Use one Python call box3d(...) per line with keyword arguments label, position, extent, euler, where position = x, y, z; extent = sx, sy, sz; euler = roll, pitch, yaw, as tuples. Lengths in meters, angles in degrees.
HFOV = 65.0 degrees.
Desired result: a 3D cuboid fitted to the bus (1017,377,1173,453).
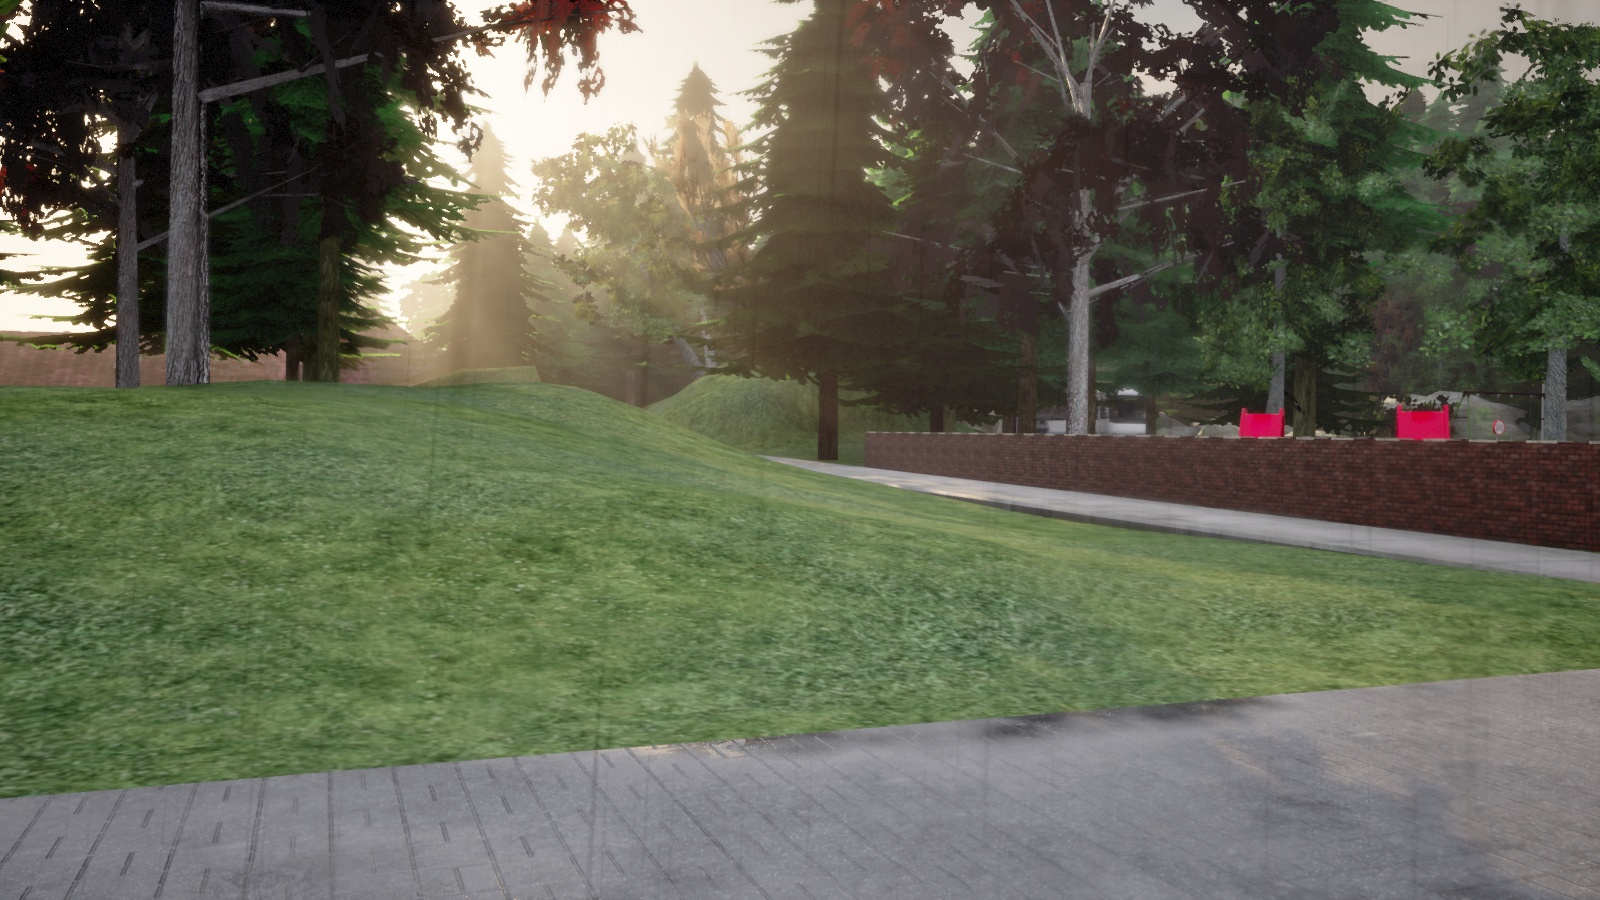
box3d(label="bus", position=(17.422, -1.991, 75.222), extent=(3.944, 4.253, 10.273), euler=(-1, 1, -21))
